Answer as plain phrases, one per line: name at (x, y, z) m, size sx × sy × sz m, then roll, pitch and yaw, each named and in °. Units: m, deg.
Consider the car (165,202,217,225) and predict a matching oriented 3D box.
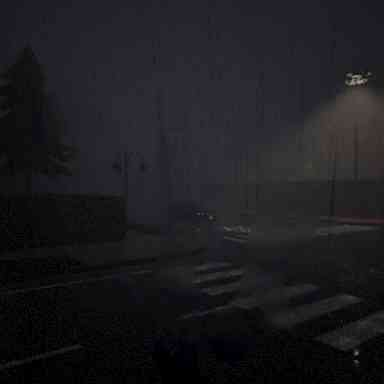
car at (-0.134, 1.482, 24.447) m, size 2.128 × 1.511 × 4.902 m, roll 0°, pitch 0°, yaw -35°
